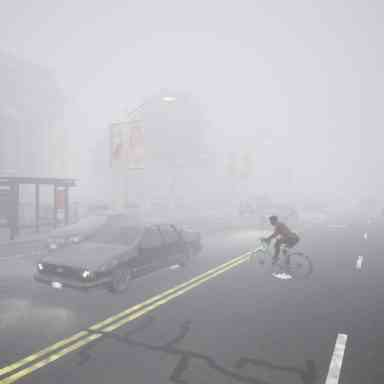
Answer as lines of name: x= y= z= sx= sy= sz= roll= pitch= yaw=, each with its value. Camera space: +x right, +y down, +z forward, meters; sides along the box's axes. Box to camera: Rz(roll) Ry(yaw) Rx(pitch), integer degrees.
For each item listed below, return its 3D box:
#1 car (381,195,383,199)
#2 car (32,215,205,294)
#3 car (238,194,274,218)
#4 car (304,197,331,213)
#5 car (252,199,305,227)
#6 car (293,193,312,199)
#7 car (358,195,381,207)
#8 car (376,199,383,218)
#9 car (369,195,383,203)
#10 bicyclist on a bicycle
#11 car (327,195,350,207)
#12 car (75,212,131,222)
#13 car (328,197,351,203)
car: x=34.821 y=1.595 z=62.509 sx=4.718 sy=1.301 sz=1.895 roll=0 pitch=0 yaw=-34
car: x=-1.525 y=1.547 z=9.239 sx=2.033 sy=1.411 sz=5.357 roll=0 pitch=0 yaw=29
car: x=6.070 y=1.221 z=30.213 sx=2.150 sy=2.045 sz=5.566 roll=0 pitch=0 yaw=29
car: x=14.032 y=1.600 z=37.346 sx=1.895 sy=1.301 sz=4.718 roll=0 pitch=0 yaw=29
car: x=6.121 y=1.492 z=23.070 sx=2.128 sy=1.511 sz=4.902 roll=0 pitch=0 yaw=29
car: x=15.777 y=1.221 z=47.384 sx=2.150 sy=2.045 sz=5.566 roll=0 pitch=0 yaw=31
car: x=26.544 y=1.491 z=50.200 sx=2.128 sy=1.511 sz=4.902 roll=0 pitch=0 yaw=39
car: x=17.135 y=1.526 z=27.158 sx=1.812 sy=1.442 sz=4.674 roll=-1 pitch=0 yaw=10
car: x=39.227 y=1.444 z=68.983 sx=4.892 sy=1.490 sz=1.837 roll=0 pitch=0 yaw=-25
bicyclist on a bicycle: x=2.326 y=1.452 z=8.831 sx=1.656 sy=1.620 sz=0.582 roll=-1 pitch=-1 yaw=29
car: x=23.127 y=1.600 z=51.887 sx=1.895 sy=1.301 sz=4.718 roll=0 pitch=0 yaw=40
car: x=-3.447 y=1.526 z=12.998 sx=1.812 sy=1.442 sz=4.674 roll=0 pitch=0 yaw=29
car: x=29.763 y=1.594 z=67.156 sx=4.718 sy=1.301 sz=1.895 roll=0 pitch=0 yaw=-31
